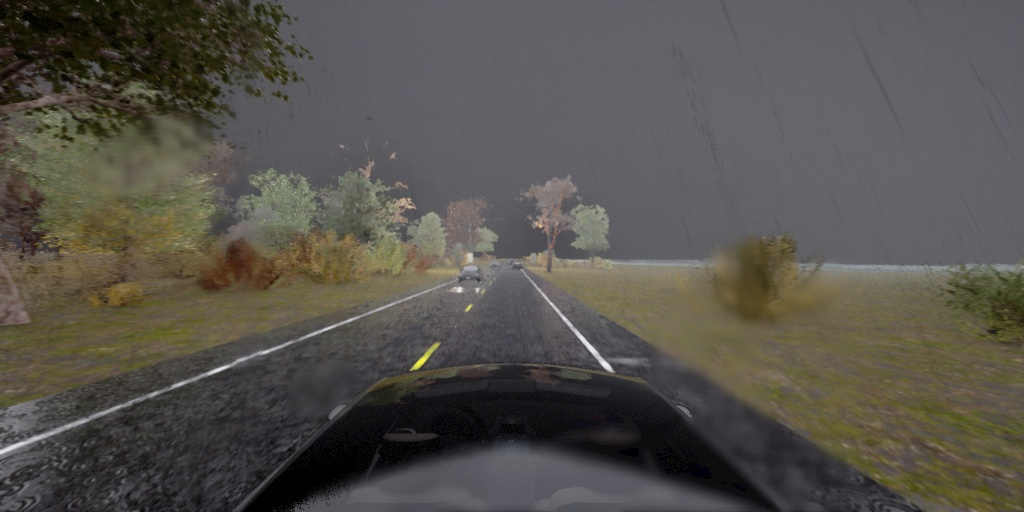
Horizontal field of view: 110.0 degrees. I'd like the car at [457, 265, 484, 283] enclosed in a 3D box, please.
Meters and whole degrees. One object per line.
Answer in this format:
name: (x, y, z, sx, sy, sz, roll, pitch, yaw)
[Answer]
car: (-3.591, 1.538, 31.778, 1.812, 1.442, 4.674, 0, 0, 0)
